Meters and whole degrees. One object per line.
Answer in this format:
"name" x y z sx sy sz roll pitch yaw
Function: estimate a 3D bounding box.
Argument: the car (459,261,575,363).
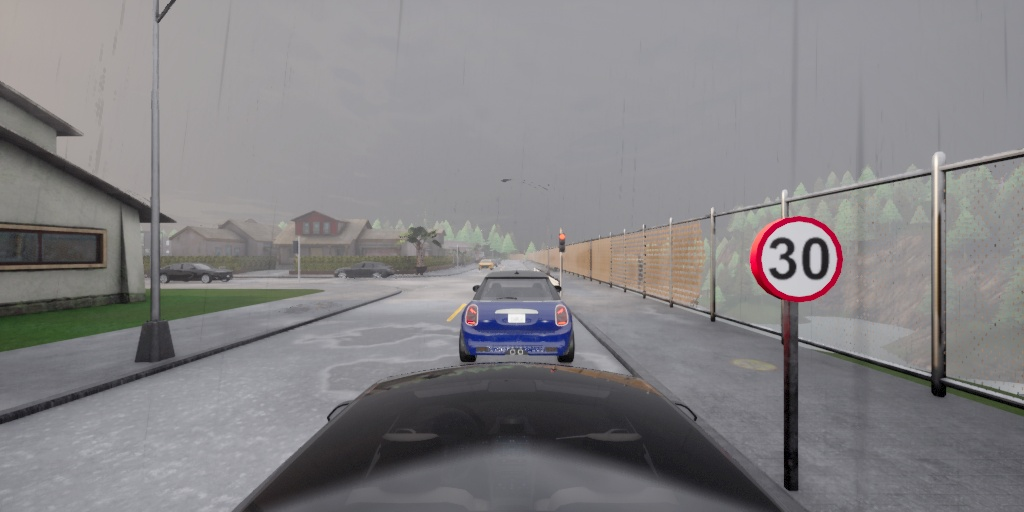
"car" 0.116 1.102 8.344 2.097 1.767 4.553 0 0 1

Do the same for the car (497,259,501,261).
"car" -3.505 1.254 64.105 1.837 1.490 4.892 0 0 1

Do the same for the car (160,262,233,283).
"car" -23.615 1.227 26.693 5.008 1.535 1.882 0 0 1

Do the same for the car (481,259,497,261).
"car" -3.657 1.226 51.213 1.882 1.535 5.008 0 0 1

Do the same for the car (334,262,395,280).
"car" -12.490 1.253 30.457 4.892 1.490 1.837 0 2 2
